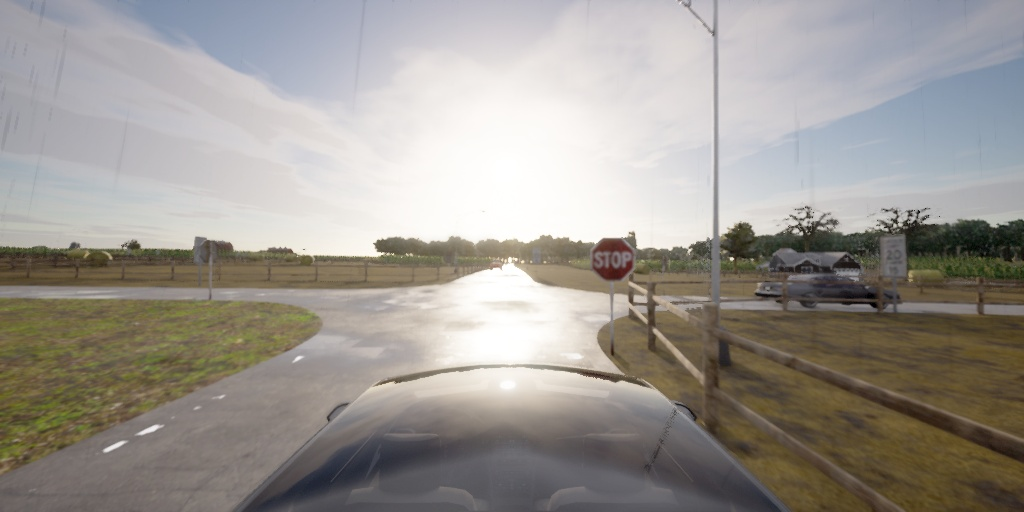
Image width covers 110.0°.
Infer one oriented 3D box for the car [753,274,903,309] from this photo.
[{"bbox_3d":[13.884,1.534,15.964,5.357,1.411,2.033,1,-2,0],"label":"car"}]
